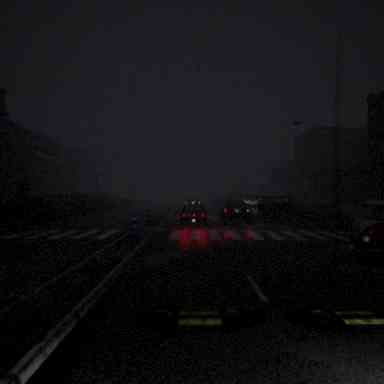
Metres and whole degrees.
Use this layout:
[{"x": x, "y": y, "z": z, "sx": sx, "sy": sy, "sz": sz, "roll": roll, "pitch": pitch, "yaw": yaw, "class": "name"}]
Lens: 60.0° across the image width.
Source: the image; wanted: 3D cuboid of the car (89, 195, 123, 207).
[{"x": -12.860, "y": 1.281, "z": 49.794, "sx": 4.553, "sy": 1.767, "sz": 2.185, "roll": 0, "pitch": 0, "yaw": 0, "class": "car"}]

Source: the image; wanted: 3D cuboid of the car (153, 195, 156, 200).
[{"x": -12.740, "y": 1.430, "z": 88.805, "sx": 4.892, "sy": 1.521, "sz": 2.231, "roll": 0, "pitch": -1, "yaw": 0, "class": "car"}]

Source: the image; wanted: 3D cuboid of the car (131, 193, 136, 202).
[{"x": -12.815, "y": 1.352, "z": 58.132, "sx": 4.892, "sy": 1.521, "sz": 2.231, "roll": 0, "pitch": 0, "yaw": 0, "class": "car"}]

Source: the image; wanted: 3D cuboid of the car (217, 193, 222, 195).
[{"x": 7.641, "y": 1.105, "z": 57.984, "sx": 5.566, "sy": 2.045, "sz": 2.435, "roll": 0, "pitch": 0, "yaw": 0, "class": "car"}]

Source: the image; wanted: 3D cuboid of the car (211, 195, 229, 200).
[{"x": 7.716, "y": 1.488, "z": 91.053, "sx": 4.792, "sy": 1.488, "sz": 2.163, "roll": 0, "pitch": -1, "yaw": 0, "class": "car"}]

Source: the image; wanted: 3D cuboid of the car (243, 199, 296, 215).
[{"x": 7.628, "y": 1.504, "z": 33.163, "sx": 4.792, "sy": 1.488, "sz": 2.163, "roll": 0, "pitch": 0, "yaw": 0, "class": "car"}]

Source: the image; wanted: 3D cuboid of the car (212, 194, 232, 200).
[{"x": 7.678, "y": 1.391, "z": 85.538, "sx": 5.008, "sy": 1.535, "sz": 2.097, "roll": 0, "pitch": -1, "yaw": 0, "class": "car"}]

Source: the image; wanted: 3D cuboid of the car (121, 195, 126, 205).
[{"x": -12.650, "y": 1.419, "z": 47.138, "sx": 5.366, "sy": 1.575, "sz": 1.946, "roll": 0, "pitch": 0, "yaw": 0, "class": "car"}]

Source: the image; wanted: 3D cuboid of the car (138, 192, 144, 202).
[{"x": -12.974, "y": 1.296, "z": 66.593, "sx": 5.366, "sy": 1.575, "sz": 1.946, "roll": 0, "pitch": 0, "yaw": 0, "class": "car"}]

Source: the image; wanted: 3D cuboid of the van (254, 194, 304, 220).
[{"x": 7.771, "y": 1.257, "z": 27.644, "sx": 4.442, "sy": 1.987, "sz": 1.878, "roll": 0, "pitch": 0, "yaw": 0, "class": "van"}]

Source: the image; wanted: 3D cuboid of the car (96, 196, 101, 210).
[{"x": -12.865, "y": 1.470, "z": 36.019, "sx": 4.892, "sy": 1.521, "sz": 2.231, "roll": 0, "pitch": 0, "yaw": 0, "class": "car"}]

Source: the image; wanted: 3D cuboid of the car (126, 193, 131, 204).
[{"x": -12.817, "y": 1.389, "z": 52.573, "sx": 5.008, "sy": 1.535, "sz": 2.097, "roll": 0, "pitch": 0, "yaw": 0, "class": "car"}]

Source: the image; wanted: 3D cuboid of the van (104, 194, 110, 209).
[{"x": -12.968, "y": 1.224, "z": 41.455, "sx": 4.442, "sy": 1.987, "sz": 1.878, "roll": 0, "pitch": 0, "yaw": 0, "class": "van"}]

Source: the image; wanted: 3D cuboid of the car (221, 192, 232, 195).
[{"x": 7.637, "y": 1.249, "z": 55.228, "sx": 4.553, "sy": 1.767, "sz": 2.185, "roll": 0, "pitch": 0, "yaw": 0, "class": "car"}]

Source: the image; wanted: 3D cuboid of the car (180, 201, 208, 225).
[{"x": 0.112, "y": 1.607, "z": 24.397, "sx": 1.895, "sy": 1.301, "sz": 4.718, "roll": 0, "pitch": 0, "yaw": 0, "class": "car"}]

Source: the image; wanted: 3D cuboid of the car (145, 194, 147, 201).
[{"x": -12.773, "y": 1.330, "z": 72.021, "sx": 4.674, "sy": 1.452, "sz": 2.002, "roll": 0, "pitch": 0, "yaw": 0, "class": "car"}]

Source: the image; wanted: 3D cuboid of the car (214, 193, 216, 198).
[{"x": 7.670, "y": 1.299, "z": 69.008, "sx": 5.008, "sy": 1.535, "sz": 2.097, "roll": 0, "pitch": 0, "yaw": 0, "class": "car"}]

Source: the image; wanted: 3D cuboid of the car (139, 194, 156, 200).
[{"x": -12.694, "y": 1.373, "z": 94.248, "sx": 4.553, "sy": 1.767, "sz": 2.185, "roll": 0, "pitch": -1, "yaw": 0, "class": "car"}]

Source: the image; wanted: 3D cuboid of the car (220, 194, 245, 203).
[{"x": 7.703, "y": 1.195, "z": 63.497, "sx": 4.553, "sy": 1.767, "sz": 2.185, "roll": 0, "pitch": 0, "yaw": 0, "class": "car"}]

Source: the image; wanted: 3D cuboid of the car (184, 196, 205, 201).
[{"x": 0.121, "y": 1.323, "z": 40.883, "sx": 2.097, "sy": 1.767, "sz": 4.553, "roll": 0, "pitch": 0, "yaw": 0, "class": "car"}]

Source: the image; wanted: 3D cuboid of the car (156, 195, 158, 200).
[{"x": -12.913, "y": 1.461, "z": 91.585, "sx": 5.366, "sy": 1.575, "sz": 1.946, "roll": 0, "pitch": -1, "yaw": 0, "class": "car"}]

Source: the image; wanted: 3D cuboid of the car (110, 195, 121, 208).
[{"x": -12.812, "y": 1.185, "z": 44.353, "sx": 5.566, "sy": 2.045, "sz": 2.435, "roll": 0, "pitch": 0, "yaw": 0, "class": "car"}]

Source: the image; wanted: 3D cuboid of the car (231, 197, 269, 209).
[{"x": 7.660, "y": 1.477, "z": 44.196, "sx": 4.674, "sy": 1.452, "sz": 2.002, "roll": 0, "pitch": 0, "yaw": 0, "class": "car"}]

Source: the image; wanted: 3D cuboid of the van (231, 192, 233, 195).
[{"x": 7.544, "y": 1.223, "z": 41.436, "sx": 4.442, "sy": 1.987, "sz": 1.878, "roll": 0, "pitch": 0, "yaw": 0, "class": "van"}]

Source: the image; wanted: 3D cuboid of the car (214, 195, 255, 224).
[{"x": 3.113, "y": 1.356, "z": 25.263, "sx": 2.097, "sy": 1.767, "sz": 4.553, "roll": 0, "pitch": 0, "yaw": 0, "class": "car"}]

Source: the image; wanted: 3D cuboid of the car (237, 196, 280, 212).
[{"x": 7.691, "y": 1.333, "z": 38.679, "sx": 4.553, "sy": 1.767, "sz": 2.185, "roll": 0, "pitch": 0, "yaw": 0, "class": "car"}]

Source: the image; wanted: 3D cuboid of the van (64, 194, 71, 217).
[{"x": -12.796, "y": 1.260, "z": 27.558, "sx": 4.442, "sy": 1.987, "sz": 1.878, "roll": 0, "pitch": 0, "yaw": 0, "class": "van"}]

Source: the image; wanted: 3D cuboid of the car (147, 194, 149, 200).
[{"x": -12.954, "y": 1.294, "z": 74.795, "sx": 5.366, "sy": 1.575, "sz": 1.946, "roll": 0, "pitch": 0, "yaw": 0, "class": "car"}]

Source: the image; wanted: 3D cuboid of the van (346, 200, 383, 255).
[{"x": 7.529, "y": 1.245, "z": 11.099, "sx": 4.442, "sy": 1.987, "sz": 1.878, "roll": 0, "pitch": 0, "yaw": 0, "class": "van"}]

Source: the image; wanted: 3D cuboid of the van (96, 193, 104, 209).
[{"x": -12.979, "y": 1.235, "z": 38.801, "sx": 4.442, "sy": 1.987, "sz": 1.878, "roll": 0, "pitch": 0, "yaw": 0, "class": "van"}]

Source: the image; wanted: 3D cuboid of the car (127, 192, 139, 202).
[{"x": -12.807, "y": 1.330, "z": 61.036, "sx": 5.008, "sy": 1.535, "sz": 2.097, "roll": 0, "pitch": 0, "yaw": 0, "class": "car"}]

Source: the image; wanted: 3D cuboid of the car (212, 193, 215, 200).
[{"x": 7.648, "y": 1.049, "z": 71.765, "sx": 5.566, "sy": 2.045, "sz": 2.435, "roll": 0, "pitch": 0, "yaw": 0, "class": "car"}]

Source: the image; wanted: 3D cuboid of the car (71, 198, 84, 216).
[{"x": -12.870, "y": 1.512, "z": 30.465, "sx": 4.792, "sy": 1.488, "sz": 2.163, "roll": 0, "pitch": 0, "yaw": 0, "class": "car"}]

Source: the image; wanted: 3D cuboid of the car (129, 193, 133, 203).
[{"x": -12.845, "y": 1.399, "z": 55.353, "sx": 4.792, "sy": 1.488, "sz": 2.163, "roll": 0, "pitch": 0, "yaw": 0, "class": "car"}]

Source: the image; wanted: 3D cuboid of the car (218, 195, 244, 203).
[{"x": 7.703, "y": 1.339, "z": 66.256, "sx": 4.792, "sy": 1.488, "sz": 2.163, "roll": 0, "pitch": 0, "yaw": 0, "class": "car"}]

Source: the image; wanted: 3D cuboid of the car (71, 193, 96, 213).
[{"x": -12.913, "y": 1.225, "z": 33.118, "sx": 5.566, "sy": 2.045, "sz": 2.435, "roll": 0, "pitch": 0, "yaw": 0, "class": "car"}]

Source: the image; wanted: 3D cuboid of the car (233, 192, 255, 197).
[{"x": 7.630, "y": 1.216, "z": 35.920, "sx": 5.566, "sy": 2.045, "sz": 2.435, "roll": 0, "pitch": 0, "yaw": 0, "class": "car"}]

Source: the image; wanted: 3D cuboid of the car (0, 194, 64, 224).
[{"x": -12.957, "y": 1.236, "z": 24.781, "sx": 5.566, "sy": 2.045, "sz": 2.435, "roll": 0, "pitch": 0, "yaw": 0, "class": "car"}]

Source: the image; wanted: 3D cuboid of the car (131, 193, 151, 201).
[{"x": -12.717, "y": 1.234, "z": 83.127, "sx": 4.553, "sy": 1.767, "sz": 2.185, "roll": 0, "pitch": -1, "yaw": 0, "class": "car"}]

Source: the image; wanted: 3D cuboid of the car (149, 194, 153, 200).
[{"x": -12.733, "y": 1.059, "z": 77.574, "sx": 5.566, "sy": 2.045, "sz": 2.435, "roll": 0, "pitch": 0, "yaw": 0, "class": "car"}]
